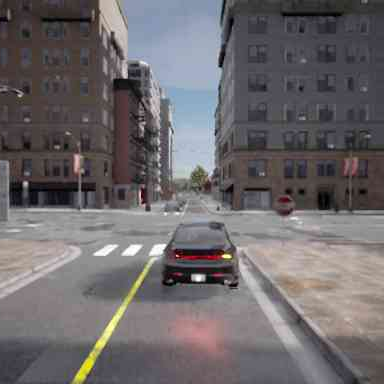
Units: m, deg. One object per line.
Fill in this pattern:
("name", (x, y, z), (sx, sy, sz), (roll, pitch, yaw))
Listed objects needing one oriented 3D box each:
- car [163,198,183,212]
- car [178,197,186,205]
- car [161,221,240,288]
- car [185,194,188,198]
("car", (-2.529, 1.856, 43.510), (1.812, 1.442, 4.674), (0, 0, 1))
("car", (-2.485, 1.961, 56.537), (2.033, 1.411, 5.357), (0, 0, 0))
("car", (0.305, 1.582, 9.511), (1.837, 1.490, 4.892), (0, 0, 4))
("car", (-2.387, 1.838, 69.229), (2.097, 1.767, 4.553), (0, 0, 0))
